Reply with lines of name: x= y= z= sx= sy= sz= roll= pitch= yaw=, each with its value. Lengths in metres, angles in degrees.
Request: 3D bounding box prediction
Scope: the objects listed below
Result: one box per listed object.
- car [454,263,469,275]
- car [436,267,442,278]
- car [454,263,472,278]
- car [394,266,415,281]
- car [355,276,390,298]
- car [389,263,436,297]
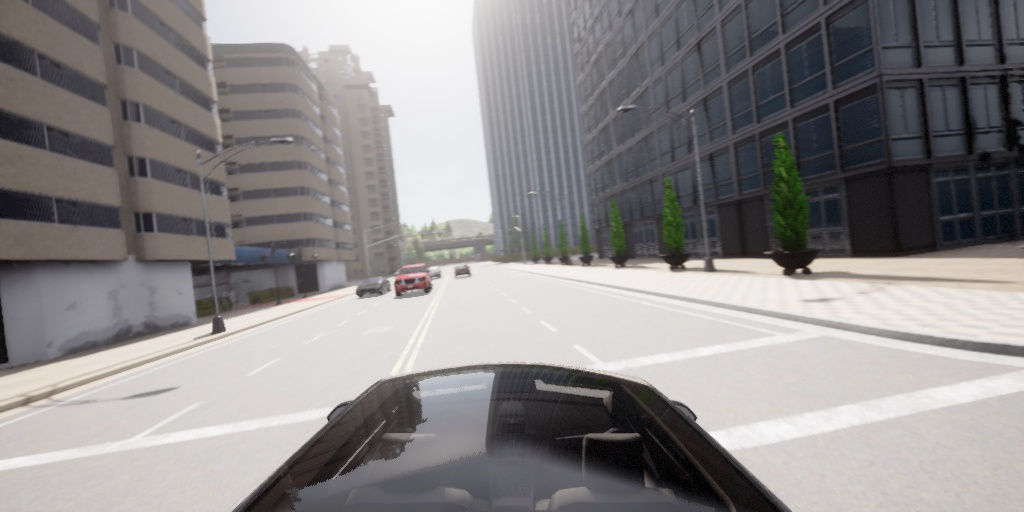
car: x=-7.570 y=1.838 z=53.648 sx=2.033 sy=1.411 sz=5.357 roll=-6 pitch=0 yaw=-8
car: x=-9.816 y=2.106 z=45.092 sx=2.128 sy=1.511 sz=4.902 roll=-6 pitch=0 yaw=-9
car: x=-5.685 y=1.683 z=41.450 sx=1.812 sy=1.442 sz=4.674 roll=-6 pitch=0 yaw=-8
car: x=-13.291 y=2.167 z=44.560 sx=1.812 sy=1.442 sz=4.674 roll=-6 pitch=0 yaw=-9
car: x=-10.905 y=2.374 z=28.607 sx=2.033 sy=1.411 sz=5.357 roll=-6 pitch=0 yaw=-9
car: x=-6.985 y=1.624 z=25.734 sx=2.150 sy=2.045 sz=5.566 roll=-6 pitch=0 yaw=-9
